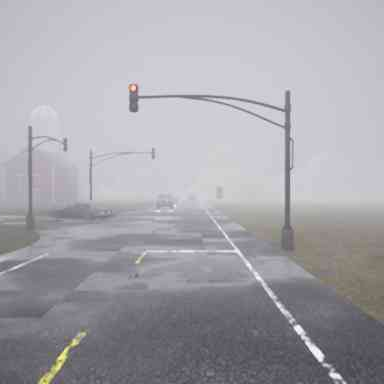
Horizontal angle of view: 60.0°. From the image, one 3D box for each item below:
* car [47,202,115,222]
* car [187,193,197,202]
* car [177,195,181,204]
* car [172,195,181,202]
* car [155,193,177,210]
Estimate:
[{"bbox_3d":[-8.590,1.494,25.812,5.357,1.411,2.033,1,0,22],"label":"car"},{"bbox_3d":[-0.002,1.201,74.789,2.150,2.045,5.566,0,0,0],"label":"car"},{"bbox_3d":[-3.576,1.561,59.709,1.994,1.385,4.181,0,0,0],"label":"car"},{"bbox_3d":[-3.502,1.449,75.569,1.882,1.535,5.008,0,0,0],"label":"car"},{"bbox_3d":[-3.594,1.226,44.587,2.150,2.045,5.566,0,0,0],"label":"car"}]
